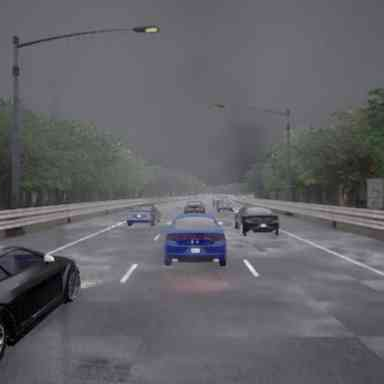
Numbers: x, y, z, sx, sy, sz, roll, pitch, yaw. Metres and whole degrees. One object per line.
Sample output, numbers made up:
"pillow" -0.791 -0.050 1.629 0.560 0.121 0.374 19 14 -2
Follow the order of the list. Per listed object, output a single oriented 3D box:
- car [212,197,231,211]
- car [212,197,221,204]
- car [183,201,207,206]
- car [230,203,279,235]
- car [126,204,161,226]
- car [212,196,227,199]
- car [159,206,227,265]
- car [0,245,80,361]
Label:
"car" 3.937 1.657 40.790 2.033 1.411 5.357 0 0 2
"car" 5.759 1.881 78.456 1.882 1.535 5.008 0 -1 4
"car" 0.286 1.568 29.996 1.837 1.490 4.892 0 0 1
"car" 3.536 1.505 18.865 1.882 1.535 5.008 0 0 0
"car" -3.319 1.588 23.581 2.033 1.411 5.357 0 0 1
"car" 4.626 1.753 58.630 1.812 1.442 4.674 0 0 3
"car" 0.104 1.490 11.759 1.882 1.535 5.008 0 0 0
"car" -3.399 1.567 5.531 1.994 1.385 4.181 0 0 0
